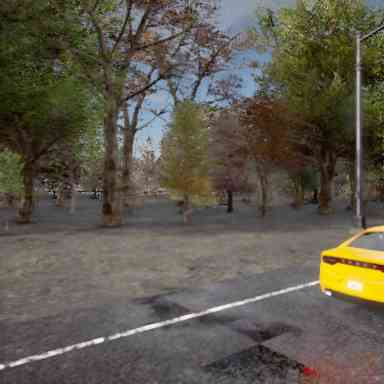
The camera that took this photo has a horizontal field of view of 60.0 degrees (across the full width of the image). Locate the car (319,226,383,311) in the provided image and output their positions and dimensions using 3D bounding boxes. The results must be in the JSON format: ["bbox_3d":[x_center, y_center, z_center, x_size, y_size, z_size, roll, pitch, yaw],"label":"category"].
[{"bbox_3d":[4.830,1.460,7.186,5.008,1.535,1.882,0,0,-35],"label":"car"}]
